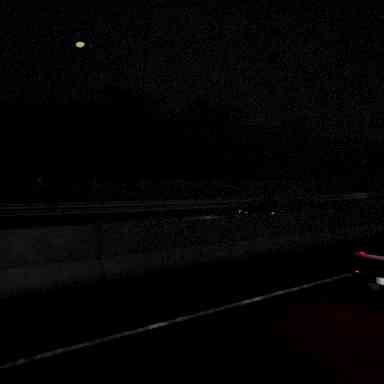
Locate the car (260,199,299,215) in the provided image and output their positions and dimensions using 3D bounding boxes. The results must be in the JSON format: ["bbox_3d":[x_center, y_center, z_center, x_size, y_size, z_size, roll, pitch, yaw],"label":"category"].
[{"bbox_3d":[7.821,1.431,26.478,4.181,1.385,1.994,-1,1,-34],"label":"car"}]

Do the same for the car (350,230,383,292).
[{"bbox_3d":[5.632,1.477,7.696,4.902,1.511,2.128,0,0,-35],"label":"car"}]

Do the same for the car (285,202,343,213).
[{"bbox_3d":[8.948,1.482,23.016,4.718,1.301,1.895,-1,1,-34],"label":"car"}]

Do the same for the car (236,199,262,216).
[{"bbox_3d":[6.044,1.368,29.505,4.892,1.490,1.837,-1,1,-34],"label":"car"}]
